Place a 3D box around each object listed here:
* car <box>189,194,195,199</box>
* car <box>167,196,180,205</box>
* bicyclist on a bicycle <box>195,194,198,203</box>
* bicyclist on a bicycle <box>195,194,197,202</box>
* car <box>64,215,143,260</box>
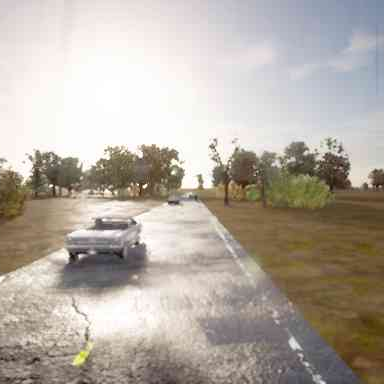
[{"bbox_3d":[0.023,1.167,90.404,2.128,1.511,4.902,0,0,0],"label":"car"},{"bbox_3d":[-3.040,1.336,54.880,1.882,1.535,5.008,0,0,1],"label":"car"},{"bbox_3d":[0.841,1.202,63.384,0.659,1.776,1.843,0,0,0],"label":"bicyclist on a bicycle"},{"bbox_3d":[0.844,1.254,72.388,0.582,1.620,1.656,0,0,0],"label":"bicyclist on a bicycle"},{"bbox_3d":[-3.098,1.574,12.565,1.895,1.301,4.718,0,0,0],"label":"car"}]
